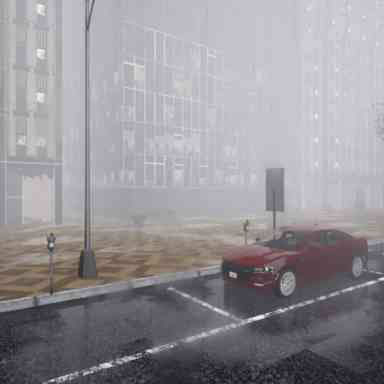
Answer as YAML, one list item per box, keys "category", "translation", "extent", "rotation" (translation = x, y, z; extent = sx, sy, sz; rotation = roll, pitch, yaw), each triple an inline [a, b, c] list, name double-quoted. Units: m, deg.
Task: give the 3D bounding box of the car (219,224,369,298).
- category: "car"
  translation: [2.717, 1.545, 8.484]
  extent: [4.507, 1.381, 1.887]
  rotation: [0, 0, -35]
